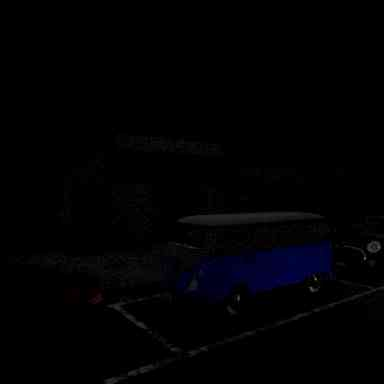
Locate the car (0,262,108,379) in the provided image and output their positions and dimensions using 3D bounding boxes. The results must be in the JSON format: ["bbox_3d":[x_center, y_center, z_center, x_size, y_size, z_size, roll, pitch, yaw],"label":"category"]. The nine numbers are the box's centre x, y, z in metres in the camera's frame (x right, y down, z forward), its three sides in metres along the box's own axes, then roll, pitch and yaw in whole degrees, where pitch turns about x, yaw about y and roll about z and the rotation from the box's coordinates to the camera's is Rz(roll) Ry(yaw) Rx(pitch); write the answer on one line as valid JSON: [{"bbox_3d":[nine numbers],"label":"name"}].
[{"bbox_3d":[-3.127,1.582,3.960,4.206,1.307,1.802,0,0,-35],"label":"car"}]

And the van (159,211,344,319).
[{"bbox_3d":[1.282,1.341,7.099,3.998,1.788,1.690,0,0,-35],"label":"van"}]

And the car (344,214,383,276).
[{"bbox_3d":[5.691,1.440,10.239,4.097,1.590,1.967,0,0,-35],"label":"car"}]
